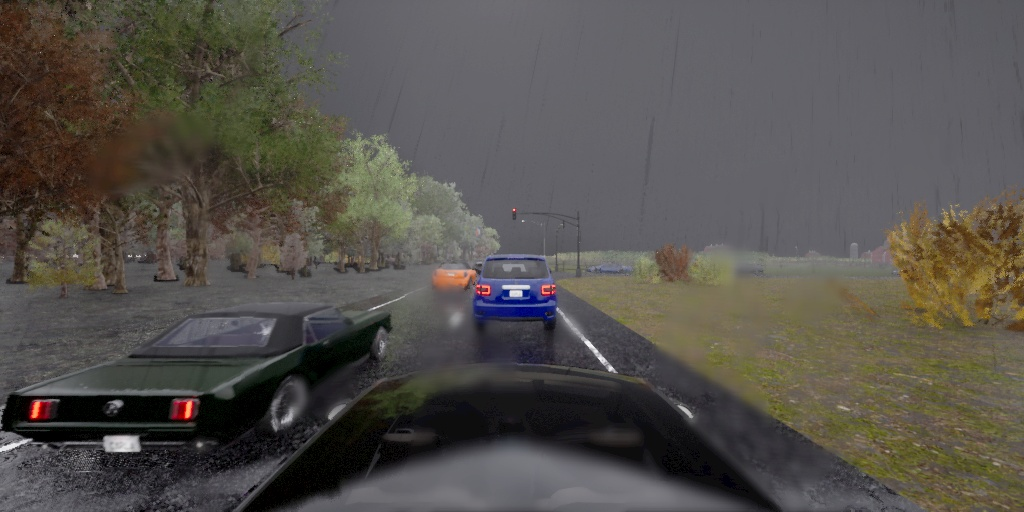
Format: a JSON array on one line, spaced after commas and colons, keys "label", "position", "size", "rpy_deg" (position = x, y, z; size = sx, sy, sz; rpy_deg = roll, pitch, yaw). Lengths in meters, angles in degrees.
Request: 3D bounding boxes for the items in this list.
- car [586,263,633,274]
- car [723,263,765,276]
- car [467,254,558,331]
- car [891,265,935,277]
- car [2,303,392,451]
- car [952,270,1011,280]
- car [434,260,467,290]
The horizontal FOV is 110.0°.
[{"label": "car", "position": [11.719, 1.488, 43.392], "size": [5.357, 1.411, 2.033], "rpy_deg": [1, -1, 5]}, {"label": "car", "position": [27.544, 1.600, 43.018], "size": [4.902, 1.511, 2.128], "rpy_deg": [1, -1, 0]}, {"label": "car", "position": [0.088, 0.974, 11.080], "size": [2.150, 2.045, 5.566], "rpy_deg": [0, 0, 0]}, {"label": "car", "position": [48.372, 1.828, 42.903], "size": [4.902, 1.511, 2.128], "rpy_deg": [1, -1, 1]}, {"label": "car", "position": [-3.403, 1.352, 5.353], "size": [1.895, 1.301, 4.718], "rpy_deg": [0, 0, 0]}, {"label": "car", "position": [50.971, 1.851, 39.316], "size": [5.357, 1.411, 2.033], "rpy_deg": [1, -1, 1]}, {"label": "car", "position": [-3.427, 1.107, 22.408], "size": [2.097, 1.767, 4.553], "rpy_deg": [0, 0, 0]}]
